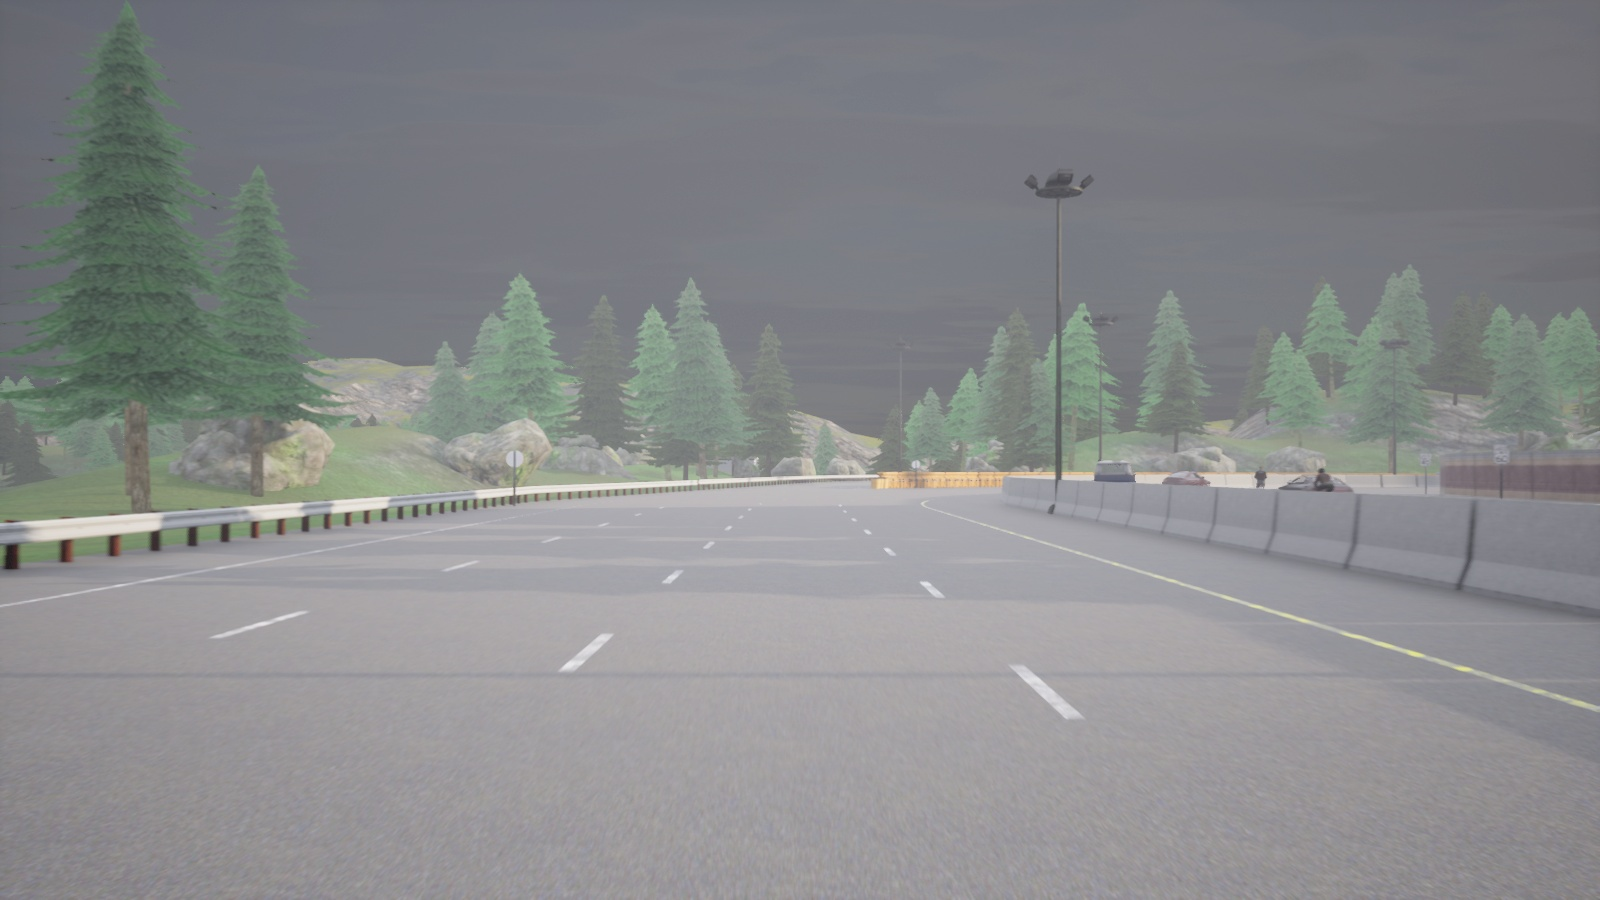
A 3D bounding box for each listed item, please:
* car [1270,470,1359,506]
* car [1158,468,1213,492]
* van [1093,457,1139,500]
[{"bbox_3d":[20.935,1.531,51.255,1.994,1.385,4.181,0,-1,2],"label":"car"},{"bbox_3d":[24.751,1.892,80.472,1.812,1.442,4.674,-1,-1,38],"label":"car"},{"bbox_3d":[15.530,1.390,61.619,1.775,1.987,4.442,-2,-1,18],"label":"van"}]
